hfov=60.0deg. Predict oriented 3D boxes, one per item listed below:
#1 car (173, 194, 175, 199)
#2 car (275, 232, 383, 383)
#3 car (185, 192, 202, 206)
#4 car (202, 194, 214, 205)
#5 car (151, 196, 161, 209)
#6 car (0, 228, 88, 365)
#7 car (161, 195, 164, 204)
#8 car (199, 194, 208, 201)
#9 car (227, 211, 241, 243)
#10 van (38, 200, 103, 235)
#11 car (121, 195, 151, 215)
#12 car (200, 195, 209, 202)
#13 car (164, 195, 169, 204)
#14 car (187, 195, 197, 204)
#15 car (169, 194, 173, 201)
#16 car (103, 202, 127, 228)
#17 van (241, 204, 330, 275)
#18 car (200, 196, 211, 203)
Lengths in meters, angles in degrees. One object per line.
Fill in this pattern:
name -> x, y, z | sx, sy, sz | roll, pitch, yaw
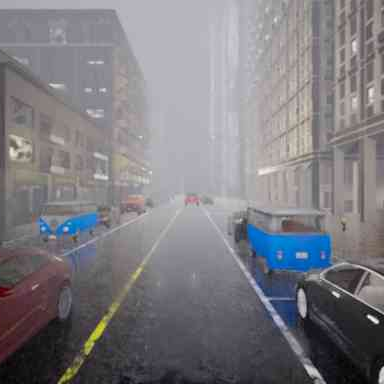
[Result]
car -> -5.677, 1.366, 94.751 | 1.947, 1.339, 4.313 | 0, 0, 0
car -> 2.692, 1.538, 4.372 | 2.008, 1.369, 4.403 | 0, 0, 0
car -> 0.008, 1.093, 52.945 | 2.150, 2.045, 5.566 | 0, 0, 0
car -> 2.698, 1.448, 55.210 | 1.802, 1.307, 4.206 | 0, 0, 0
car -> -5.683, 1.457, 43.914 | 1.947, 1.339, 4.313 | 0, 0, 0
car -> -3.085, 1.513, 4.444 | 1.812, 1.442, 4.674 | 0, 0, 0
car -> -5.682, 1.429, 49.562 | 2.008, 1.369, 4.403 | 0, 0, 0
car -> 2.701, 1.267, 77.803 | 1.967, 1.590, 4.097 | 0, 0, 0
car -> 2.693, 1.523, 15.670 | 1.947, 1.339, 4.313 | 0, 0, 0
van -> -5.687, 1.299, 15.670 | 1.690, 1.788, 3.998 | 0, 0, 0
car -> -5.685, 1.232, 32.616 | 2.192, 1.841, 5.009 | 0, 0, 0
car -> 2.700, 1.418, 72.156 | 1.802, 1.307, 4.206 | 0, 0, 0
car -> -5.681, 1.382, 60.689 | 1.752, 1.417, 4.829 | 0, 0, 0
car -> 0.010, 1.360, 63.335 | 1.837, 1.490, 4.892 | 0, 0, 0
car -> -5.680, 1.381, 72.157 | 1.887, 1.381, 4.507 | 0, 0, 0
car -> -5.686, 1.526, 21.320 | 1.802, 1.307, 4.206 | 0, 0, 0
van -> 2.693, 1.313, 10.021 | 1.690, 1.788, 3.998 | 0, 0, 0
car -> 2.700, 1.411, 66.506 | 1.947, 1.339, 4.313 | 0, 0, 0
